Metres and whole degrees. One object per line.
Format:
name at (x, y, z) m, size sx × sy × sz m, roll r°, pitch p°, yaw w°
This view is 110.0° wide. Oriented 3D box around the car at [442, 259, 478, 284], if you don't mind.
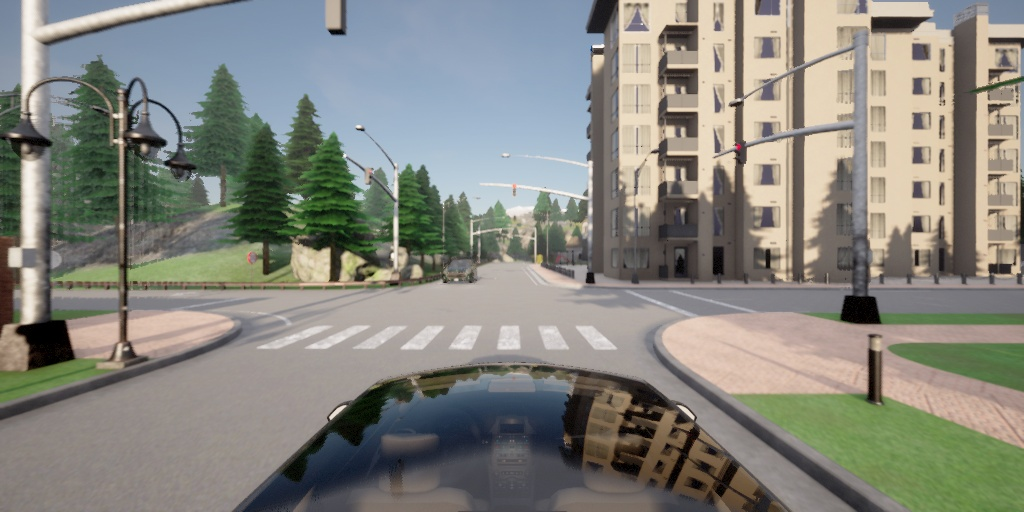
car at (-3.703, 1.020, 26.178) m, size 2.097 × 1.767 × 4.553 m, roll 0°, pitch 0°, yaw 1°
